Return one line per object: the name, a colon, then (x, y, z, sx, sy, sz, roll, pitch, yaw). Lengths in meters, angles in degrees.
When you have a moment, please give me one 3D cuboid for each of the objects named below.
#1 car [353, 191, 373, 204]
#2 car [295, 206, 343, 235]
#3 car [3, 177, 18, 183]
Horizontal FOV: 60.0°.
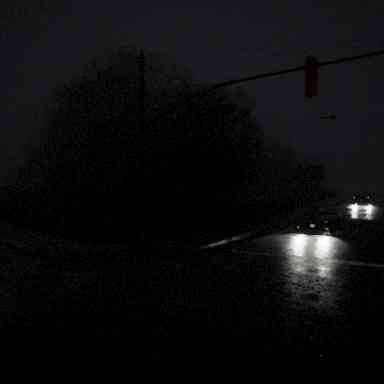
car: (20.872, 0.602, 40.639, 1.895, 1.301, 4.718, 0, 3, 32)
car: (7.262, 1.520, 18.892, 1.994, 1.385, 4.181, 0, 1, 32)
car: (-44.733, -2.886, 82.211, 1.812, 1.442, 4.674, 0, 3, -4)
